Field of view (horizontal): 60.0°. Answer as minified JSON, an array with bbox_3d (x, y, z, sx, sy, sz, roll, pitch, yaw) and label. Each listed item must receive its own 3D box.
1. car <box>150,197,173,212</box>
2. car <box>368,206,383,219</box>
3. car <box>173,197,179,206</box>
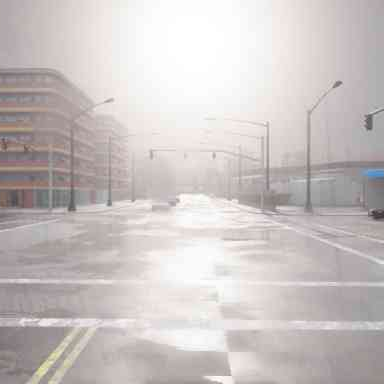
[{"bbox_3d":[-3.564,1.525,38.335,1.812,1.442,4.674,0,0,0],"label":"car"},{"bbox_3d":[16.630,1.505,26.469,4.892,1.490,1.837,0,0,0],"label":"car"},{"bbox_3d":[-3.548,1.478,53.324,1.882,1.535,5.008,0,0,0],"label":"car"}]
